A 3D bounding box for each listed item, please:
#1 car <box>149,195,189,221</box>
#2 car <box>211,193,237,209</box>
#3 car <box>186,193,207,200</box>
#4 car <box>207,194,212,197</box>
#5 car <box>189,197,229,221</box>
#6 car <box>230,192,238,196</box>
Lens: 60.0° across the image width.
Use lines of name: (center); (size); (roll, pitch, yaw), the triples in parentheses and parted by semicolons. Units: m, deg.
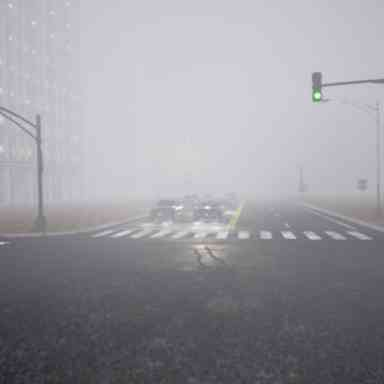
car: (-1.801, 1.276, 25.114); (1.837, 1.490, 4.892); (-1, 1, 10)
car: (3.594, 1.151, 36.998); (1.895, 1.301, 4.718); (-1, 1, 10)
car: (-0.078, 0.987, 34.927); (2.097, 1.767, 4.553); (-1, 1, 10)
car: (2.362, 0.963, 49.102); (1.812, 1.442, 4.674); (-1, 1, 10)
car: (1.293, 1.295, 23.946); (1.994, 1.385, 4.181); (-1, 1, 10)
car: (6.031, 0.854, 51.336); (1.837, 1.490, 4.892); (-1, 0, 9)
